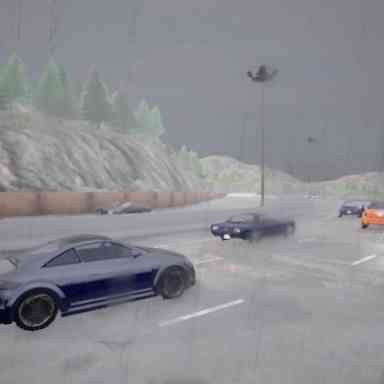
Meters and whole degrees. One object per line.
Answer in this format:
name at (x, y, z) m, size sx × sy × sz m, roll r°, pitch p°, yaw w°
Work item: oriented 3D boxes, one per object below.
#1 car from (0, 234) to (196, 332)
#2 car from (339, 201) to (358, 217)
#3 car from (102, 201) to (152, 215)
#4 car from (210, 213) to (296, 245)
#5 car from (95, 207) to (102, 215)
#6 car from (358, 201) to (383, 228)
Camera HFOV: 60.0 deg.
car at (-1.964, 1.598, 7.005) m, size 4.181 × 1.385 × 1.994 m, roll 0°, pitch 0°, yaw -37°
car at (14.903, 1.582, 30.922) m, size 1.812 × 1.442 × 4.674 m, roll 0°, pitch 0°, yaw 32°
car at (-5.928, 1.663, 32.162) m, size 1.812 × 1.442 × 4.674 m, roll 0°, pitch 0°, yaw 40°
car at (3.113, 1.648, 15.995) m, size 4.718 × 1.301 × 1.895 m, roll 0°, pitch 0°, yaw -44°
car at (-7.604, 1.703, 35.496) m, size 2.033 × 1.411 × 5.357 m, roll 0°, pitch 0°, yaw 39°
car at (12.533, 1.384, 21.459) m, size 2.097 × 1.767 × 4.553 m, roll 0°, pitch 0°, yaw 39°
